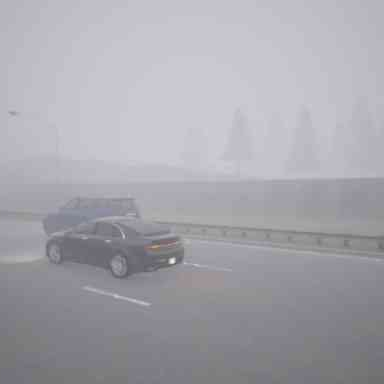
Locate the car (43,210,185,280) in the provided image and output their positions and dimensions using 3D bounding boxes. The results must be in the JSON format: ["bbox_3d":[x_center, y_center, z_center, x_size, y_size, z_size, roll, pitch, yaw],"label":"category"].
[{"bbox_3d":[-2.475,1.510,10.036,4.892,1.490,1.837,1,0,36],"label":"car"}]

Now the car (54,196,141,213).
[{"bbox_3d":[-4.863,1.226,16.050,5.566,2.045,2.150,0,0,36],"label":"car"}]
